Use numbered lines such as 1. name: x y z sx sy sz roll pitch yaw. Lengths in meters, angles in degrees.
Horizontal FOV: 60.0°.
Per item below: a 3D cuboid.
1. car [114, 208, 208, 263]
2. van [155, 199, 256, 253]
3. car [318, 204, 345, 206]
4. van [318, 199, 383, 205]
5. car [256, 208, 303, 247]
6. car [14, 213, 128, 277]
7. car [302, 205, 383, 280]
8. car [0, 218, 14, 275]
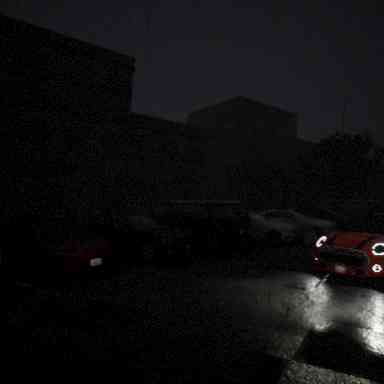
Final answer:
1. car: -2.191 1.493 12.033 5.008 1.535 2.097 -1 -1 35
2. van: 0.109 1.289 13.795 4.442 1.987 1.878 -1 -1 35
3. car: 7.410 1.640 18.794 4.792 1.488 2.163 -1 -1 35
4. van: 9.686 1.442 20.572 4.442 1.987 1.878 0 -1 35
5. car: 2.597 1.579 15.428 4.674 1.452 2.002 -1 -1 35
6. car: -4.549 1.509 10.315 4.792 1.488 2.163 -1 -1 35
7. car: 5.641 1.408 9.820 4.553 1.767 2.097 1 0 -35
8. car: -6.944 1.344 8.605 4.553 1.767 2.185 -1 -1 35
